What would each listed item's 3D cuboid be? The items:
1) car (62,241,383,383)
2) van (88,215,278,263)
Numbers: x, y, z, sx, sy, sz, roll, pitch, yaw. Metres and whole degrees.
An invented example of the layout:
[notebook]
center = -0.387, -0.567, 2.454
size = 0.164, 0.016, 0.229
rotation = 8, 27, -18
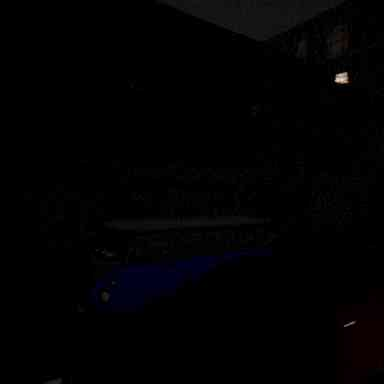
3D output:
[car]
center = 0.926, 1.558, 4.036
size = 4.674, 1.442, 1.812
rotation = 1, 0, -35
[van]
center = -0.051, 1.380, 6.520
size = 3.998, 1.788, 1.690
rotation = 1, 0, -35
